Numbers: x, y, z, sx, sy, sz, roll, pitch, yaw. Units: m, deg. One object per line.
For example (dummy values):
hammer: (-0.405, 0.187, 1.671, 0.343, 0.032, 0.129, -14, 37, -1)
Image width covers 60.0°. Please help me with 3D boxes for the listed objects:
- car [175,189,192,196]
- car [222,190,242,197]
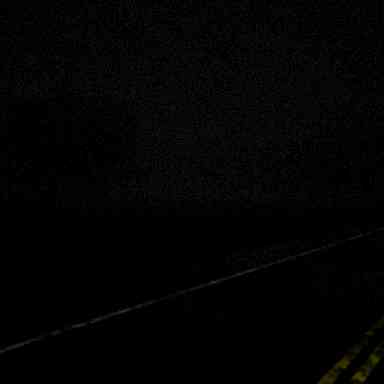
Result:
car: (-2.177, 0.125, 82.628, 5.008, 1.535, 1.882, 1, -1, 44)
car: (8.580, 0.367, 72.171, 4.674, 1.442, 1.812, 1, -1, 44)
